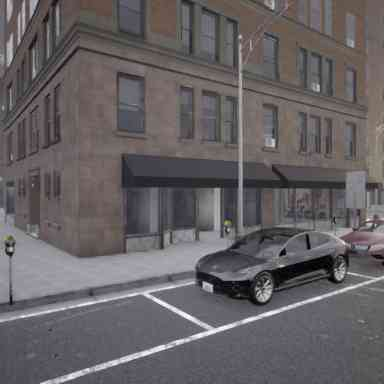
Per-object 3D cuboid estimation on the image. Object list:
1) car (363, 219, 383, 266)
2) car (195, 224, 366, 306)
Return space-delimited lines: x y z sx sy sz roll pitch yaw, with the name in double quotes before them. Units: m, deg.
"car" 6.550 1.582 11.274 4.206 1.307 1.802 0 0 -36
"car" 2.088 1.566 8.056 4.313 1.339 1.947 0 0 -36
